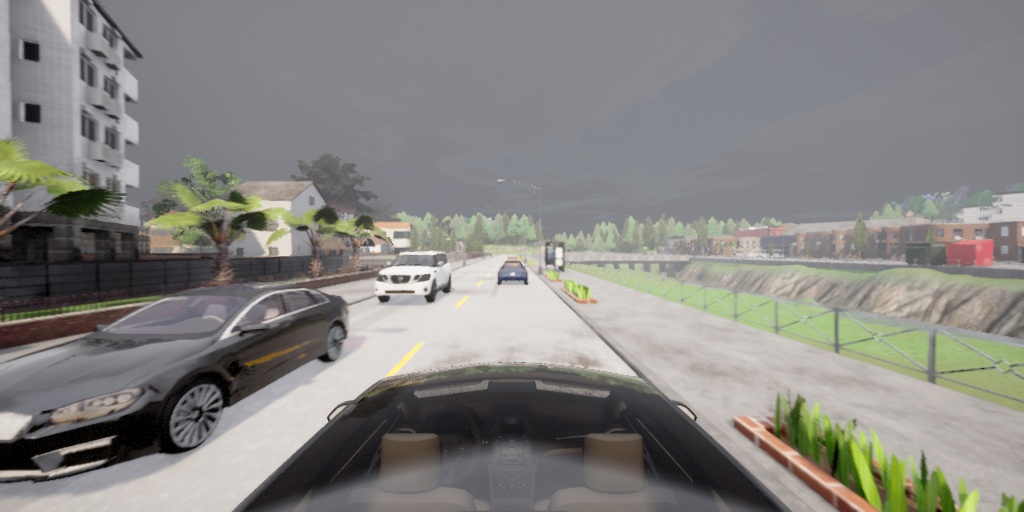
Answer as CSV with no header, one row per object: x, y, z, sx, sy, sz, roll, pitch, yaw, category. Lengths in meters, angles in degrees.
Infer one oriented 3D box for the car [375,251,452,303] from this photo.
-4.072,0.782,15.856,2.150,2.045,5.566,0,1,1,car

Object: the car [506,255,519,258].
0.066,0.686,41.042,1.882,1.535,5.008,0,1,0,car

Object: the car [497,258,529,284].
0.061,1.014,23.514,1.994,1.385,4.181,0,1,1,car

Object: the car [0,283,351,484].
-4.097,1.200,5.135,2.128,1.511,4.902,0,1,0,car
